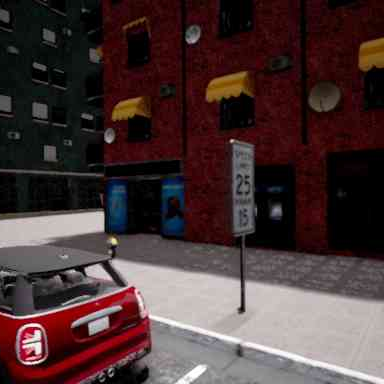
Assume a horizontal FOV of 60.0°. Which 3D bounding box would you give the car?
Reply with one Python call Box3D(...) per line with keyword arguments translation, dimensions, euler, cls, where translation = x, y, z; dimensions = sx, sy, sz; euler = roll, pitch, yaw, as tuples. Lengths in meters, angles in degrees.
Box3D(translation=(-2.586, 1.485, 4.719), dimensions=(4.097, 1.590, 1.967), euler=(-1, -1, 35), cls="car")
